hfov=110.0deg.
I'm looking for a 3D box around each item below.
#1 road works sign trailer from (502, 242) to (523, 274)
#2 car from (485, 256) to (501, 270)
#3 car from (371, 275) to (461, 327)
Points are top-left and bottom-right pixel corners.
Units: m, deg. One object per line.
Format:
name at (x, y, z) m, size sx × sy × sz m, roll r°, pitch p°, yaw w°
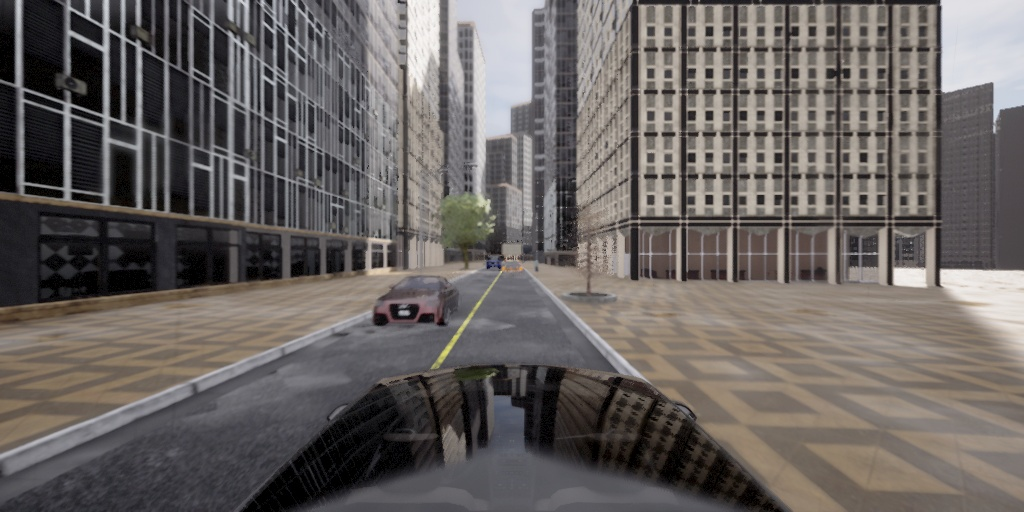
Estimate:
road works sign trailer at (0.001, 0.243, 40.890) m, size 2.380 × 3.560 × 2.880 m, roll 0°, pitch 0°, yaw 0°
car at (-2.798, 1.020, 55.073) m, size 2.150 × 2.045 × 5.566 m, roll 0°, pitch 0°, yaw 1°
car at (-2.850, 1.314, 11.459) m, size 1.994 × 1.385 × 4.181 m, roll 0°, pitch 0°, yaw 0°
